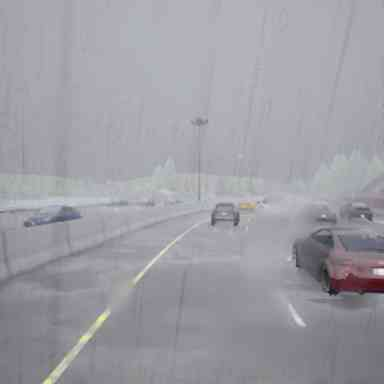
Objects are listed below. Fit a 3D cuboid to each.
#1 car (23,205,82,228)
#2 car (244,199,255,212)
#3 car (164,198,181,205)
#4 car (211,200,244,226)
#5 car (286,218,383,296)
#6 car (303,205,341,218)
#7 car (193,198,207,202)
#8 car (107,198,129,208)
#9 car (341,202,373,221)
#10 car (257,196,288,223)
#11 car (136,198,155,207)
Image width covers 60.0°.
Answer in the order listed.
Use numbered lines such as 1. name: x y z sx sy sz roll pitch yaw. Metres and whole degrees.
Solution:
1. car: -8.846 1.590 21.561 1.812 1.442 4.674 0 0 9
2. car: 7.004 1.686 42.836 1.882 1.535 5.008 0 0 16
3. car: -3.336 1.763 57.679 1.812 1.442 4.674 0 0 17
4. car: 2.583 1.548 24.962 2.033 1.649 4.856 0 0 10
5. car: 4.033 1.616 8.817 1.994 1.385 4.181 0 0 4
6. car: 9.903 1.709 25.983 1.994 1.385 4.181 0 0 11
7. car: 1.538 1.794 61.634 1.812 1.442 4.674 0 0 17
8. car: -11.841 1.718 53.764 1.812 1.442 4.674 0 0 17
9. car: 14.079 1.676 28.780 1.837 1.490 4.892 0 0 12
10. car: 6.534 1.361 27.131 2.150 2.045 5.566 0 0 12
11. car: -7.661 1.739 55.453 1.812 1.442 4.674 0 0 17
